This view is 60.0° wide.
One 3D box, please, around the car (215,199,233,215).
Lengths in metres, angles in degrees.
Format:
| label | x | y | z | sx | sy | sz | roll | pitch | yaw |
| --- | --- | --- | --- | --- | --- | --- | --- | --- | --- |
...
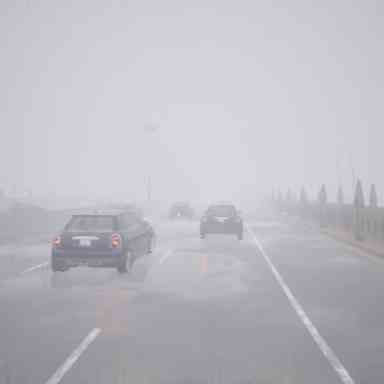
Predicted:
| label | x | y | z | sx | sy | sz | roll | pitch | yaw |
| --- | --- | --- | --- | --- | --- | --- | --- | --- | --- |
| car | 3.479 | 1.586 | 36.171 | 1.882 | 1.535 | 5.008 | 0 | 0 | 6 |

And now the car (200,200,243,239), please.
| label | x | y | z | sx | sy | sz | roll | pitch | yaw |
| --- | --- | --- | --- | --- | --- | --- | --- | --- | --- |
| car | 1.607 | 1.390 | 17.919 | 2.097 | 1.767 | 4.553 | 0 | 0 | 6 |

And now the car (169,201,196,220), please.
| label | x | y | z | sx | sy | sz | roll | pitch | yaw |
| --- | --- | --- | --- | --- | --- | --- | --- | --- | --- |
| car | -0.783 | 1.567 | 28.918 | 1.837 | 1.490 | 4.892 | 0 | 0 | 6 |

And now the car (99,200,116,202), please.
| label | x | y | z | sx | sy | sz | roll | pitch | yaw |
| --- | --- | --- | --- | --- | --- | --- | --- | --- | --- |
| car | -4.834 | 1.531 | 23.769 | 1.837 | 1.490 | 4.892 | 0 | 0 | 6 |

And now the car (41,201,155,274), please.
| label | x | y | z | sx | sy | sz | roll | pitch | yaw |
| --- | --- | --- | --- | --- | --- | --- | --- | --- | --- |
| car | -2.601 | 1.355 | 10.800 | 2.097 | 1.767 | 4.553 | 0 | 0 | 5 |

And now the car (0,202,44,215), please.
| label | x | y | z | sx | sy | sz | roll | pitch | yaw |
| --- | --- | --- | --- | --- | --- | --- | --- | --- | --- |
| car | -12.132 | 1.484 | 23.147 | 2.128 | 1.511 | 4.902 | 0 | 0 | 6 |

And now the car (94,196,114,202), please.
| label | x | y | z | sx | sy | sz | roll | pitch | yaw |
| --- | --- | --- | --- | --- | --- | --- | --- | --- | --- |
| car | -12.862 | 1.443 | 49.241 | 2.097 | 1.767 | 4.553 | 0 | 0 | 6 |
